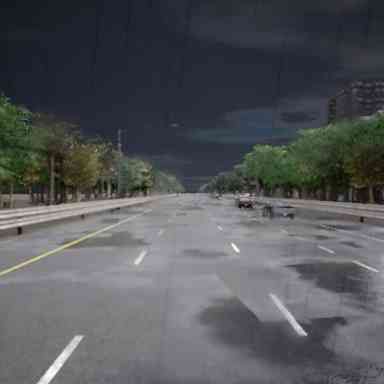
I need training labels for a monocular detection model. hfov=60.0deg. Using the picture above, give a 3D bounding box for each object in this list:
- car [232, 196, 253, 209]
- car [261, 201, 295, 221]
[{"bbox_3d":[7.043,1.533,45.620,1.882,1.535,5.008,0,0,0],"label":"car"},{"bbox_3d":[7.003,1.508,27.446,2.128,1.511,4.902,0,0,0],"label":"car"}]
